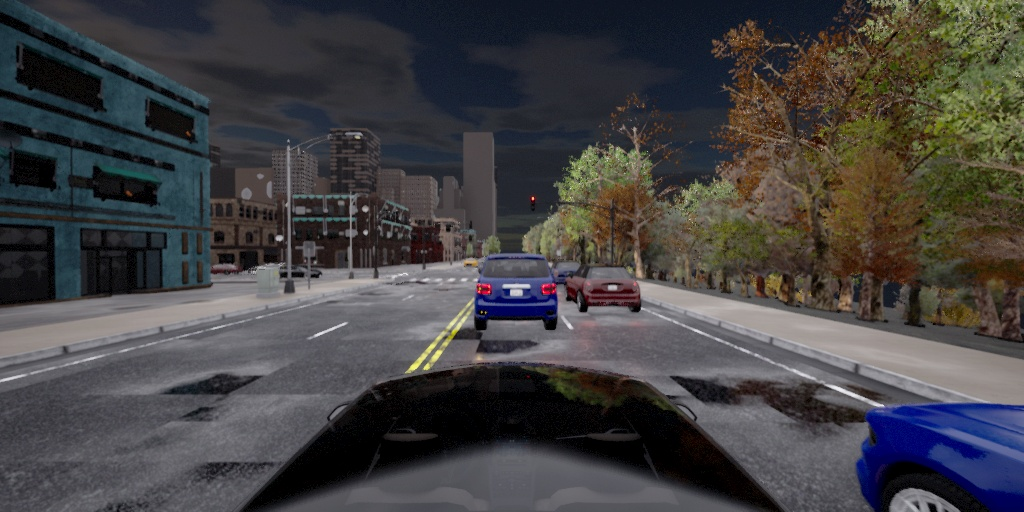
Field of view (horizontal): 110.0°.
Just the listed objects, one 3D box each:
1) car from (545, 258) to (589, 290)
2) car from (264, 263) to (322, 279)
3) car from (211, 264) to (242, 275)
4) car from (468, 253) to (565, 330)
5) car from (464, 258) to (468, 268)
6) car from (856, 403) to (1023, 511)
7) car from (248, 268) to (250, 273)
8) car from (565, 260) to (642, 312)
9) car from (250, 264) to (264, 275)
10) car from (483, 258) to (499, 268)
[{"bbox_3d":[3.356,1.047,22.900,2.097,1.767,4.553,0,0,0],"label":"car"},{"bbox_3d":[-19.940,1.484,33.259,4.313,1.339,1.948,0,0,0],"label":"car"},{"bbox_3d":[-33.807,1.553,41.782,4.207,1.307,1.802,0,0,0],"label":"car"},{"bbox_3d":[0.099,0.947,11.096,2.150,2.045,5.566,0,0,0],"label":"car"},{"bbox_3d":[-6.564,1.077,57.420,1.882,1.535,5.008,0,0,0],"label":"car"},{"bbox_3d":[3.345,1.231,0.412,1.882,1.535,5.008,0,0,0],"label":"car"},{"bbox_3d":[-28.271,1.459,41.774,4.403,1.370,2.007,0,0,0],"label":"car"},{"bbox_3d":[3.352,1.070,14.062,2.097,1.767,4.553,0,0,0],"label":"car"},{"bbox_3d":[-23.003,1.446,35.968,4.674,1.442,1.812,-1,1,0],"label":"car"},{"bbox_3d":[-3.317,1.090,57.282,2.128,1.511,4.902,0,0,0],"label":"car"}]
